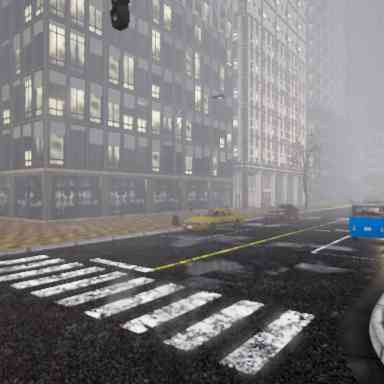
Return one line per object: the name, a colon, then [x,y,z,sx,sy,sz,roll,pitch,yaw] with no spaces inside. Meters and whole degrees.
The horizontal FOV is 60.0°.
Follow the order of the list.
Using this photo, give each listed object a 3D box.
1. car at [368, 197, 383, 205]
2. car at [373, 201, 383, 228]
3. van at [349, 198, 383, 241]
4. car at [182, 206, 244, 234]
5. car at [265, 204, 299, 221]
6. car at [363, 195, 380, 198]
car: [34.608,1.632,62.591,2.008,1.369,4.403,0,0,38]
car: [13.712,1.473,22.508,1.967,1.590,4.097,0,0,38]
van: [8.751,1.369,15.878,1.690,1.788,3.998,0,0,38]
car: [1.361,1.551,19.590,1.752,1.417,4.829,0,0,38]
car: [7.467,1.614,27.314,1.802,1.307,4.206,0,0,38]
car: [31.216,1.388,58.182,2.192,1.841,5.009,0,0,38]
